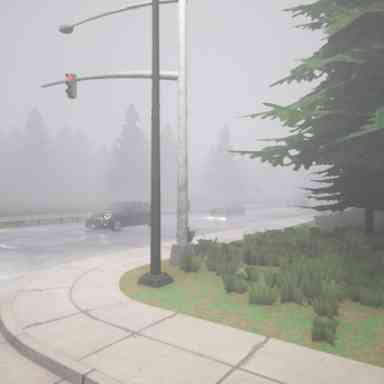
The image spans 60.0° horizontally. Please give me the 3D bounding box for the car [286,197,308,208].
[{"bbox_3d":[14.960,1.463,47.203,2.128,1.511,4.902,0,0,37],"label":"car"}]

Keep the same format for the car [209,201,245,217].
[{"bbox_3d":[3.330,1.531,31.155,1.994,1.385,4.181,0,0,35],"label":"car"}]

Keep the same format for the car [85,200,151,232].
[{"bbox_3d":[-4.203,1.320,20.252,2.097,1.767,4.553,0,0,34],"label":"car"}]
